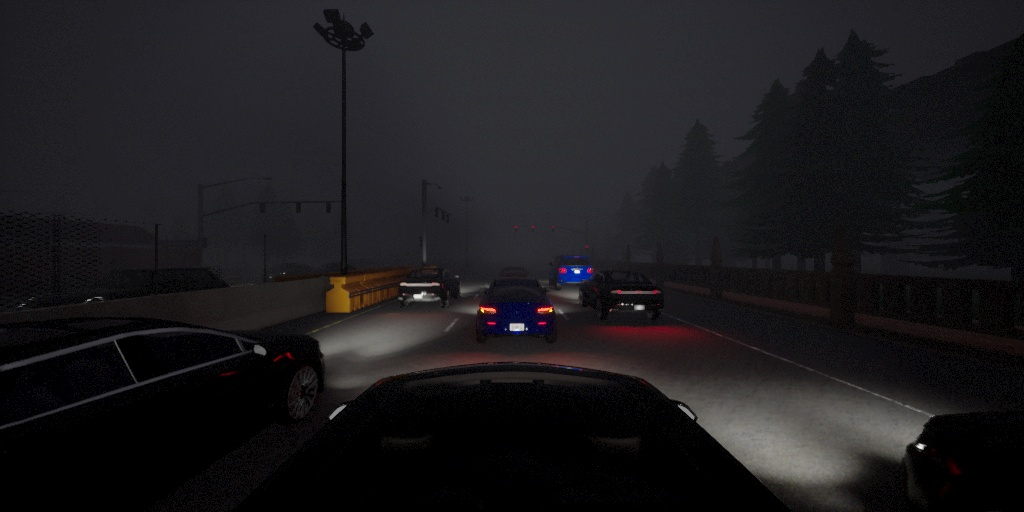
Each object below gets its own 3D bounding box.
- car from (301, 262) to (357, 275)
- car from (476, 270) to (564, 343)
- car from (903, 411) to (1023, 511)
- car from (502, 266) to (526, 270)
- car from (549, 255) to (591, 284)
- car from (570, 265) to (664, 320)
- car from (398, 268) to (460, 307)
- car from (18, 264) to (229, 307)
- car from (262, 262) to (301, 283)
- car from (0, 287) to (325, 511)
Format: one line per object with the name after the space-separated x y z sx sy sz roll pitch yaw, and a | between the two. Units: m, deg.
-14.005 1.251 28.326 2.128 1.511 4.902 0 0 0 | car
0.093 1.276 9.568 1.812 1.442 4.674 0 0 0 | car
3.599 1.255 0.392 1.837 1.490 4.892 0 0 0 | car
0.097 1.276 19.464 1.812 1.442 4.674 0 0 0 | car
3.596 0.972 22.475 2.150 2.045 5.566 0 0 0 | car
3.599 1.241 12.548 2.128 1.511 4.902 0 0 0 | car
-3.402 1.243 15.408 2.128 1.511 4.902 0 0 0 | car
-10.597 1.102 10.259 2.097 1.767 4.553 0 0 0 | car
-17.520 1.265 28.249 2.128 1.511 4.902 0 0 -3 | car
-3.402 1.240 2.827 2.128 1.511 4.902 0 0 0 | car
